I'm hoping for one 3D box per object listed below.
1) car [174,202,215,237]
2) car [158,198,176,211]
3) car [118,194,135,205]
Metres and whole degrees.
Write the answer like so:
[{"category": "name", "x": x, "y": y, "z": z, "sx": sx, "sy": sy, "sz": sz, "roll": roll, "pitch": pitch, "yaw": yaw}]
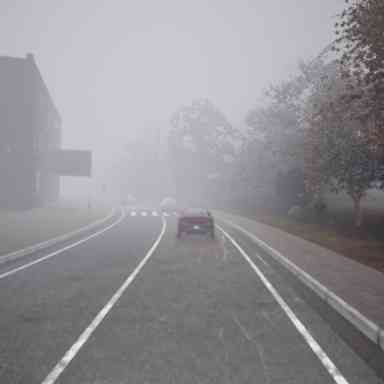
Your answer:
[{"category": "car", "x": 0.131, "y": 1.520, "z": 18.235, "sx": 1.882, "sy": 1.535, "sz": 5.008, "roll": 0, "pitch": 0, "yaw": -2}, {"category": "car", "x": -2.792, "y": 1.443, "z": 39.174, "sx": 1.812, "sy": 1.442, "sz": 4.674, "roll": 1, "pitch": 0, "yaw": -14}, {"category": "car", "x": -9.674, "y": 1.137, "z": 48.895, "sx": 2.128, "sy": 1.511, "sz": 4.902, "roll": 1, "pitch": 1, "yaw": -21}]
